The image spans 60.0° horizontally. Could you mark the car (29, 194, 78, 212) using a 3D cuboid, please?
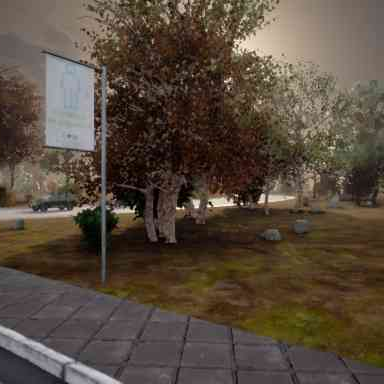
[{"bbox_3d":[-16.546,1.212,39.955,2.150,2.045,5.566,0,0,38],"label":"car"}]

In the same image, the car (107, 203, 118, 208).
[{"bbox_3d":[-10.155,1.462,48.182,1.837,1.490,4.892,0,0,37],"label":"car"}]
